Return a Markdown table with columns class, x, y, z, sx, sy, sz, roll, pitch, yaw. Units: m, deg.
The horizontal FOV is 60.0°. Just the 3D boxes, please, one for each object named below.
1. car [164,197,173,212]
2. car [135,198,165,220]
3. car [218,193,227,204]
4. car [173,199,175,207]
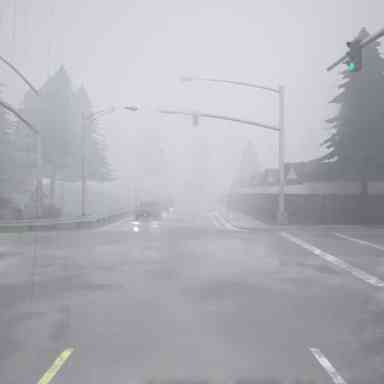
| class | x | y | z | sx | sy | sz | roll | pitch | yaw |
| --- | --- | --- | --- | --- | --- | --- | --- | --- | --- |
| car | -3.599 | 1.564 | 37.952 | 1.994 | 1.385 | 4.181 | 0 | 0 | 0 |
| car | -3.603 | 1.505 | 28.038 | 1.837 | 1.490 | 4.892 | 0 | 0 | 0 |
| car | 7.481 | 1.208 | 61.011 | 5.566 | 2.045 | 2.150 | 0 | 0 | -19 |
| car | -3.515 | 1.504 | 48.307 | 1.837 | 1.490 | 4.892 | 0 | 0 | 2 |
